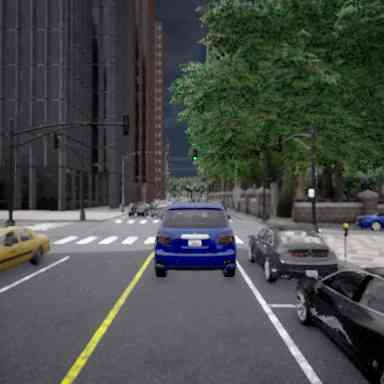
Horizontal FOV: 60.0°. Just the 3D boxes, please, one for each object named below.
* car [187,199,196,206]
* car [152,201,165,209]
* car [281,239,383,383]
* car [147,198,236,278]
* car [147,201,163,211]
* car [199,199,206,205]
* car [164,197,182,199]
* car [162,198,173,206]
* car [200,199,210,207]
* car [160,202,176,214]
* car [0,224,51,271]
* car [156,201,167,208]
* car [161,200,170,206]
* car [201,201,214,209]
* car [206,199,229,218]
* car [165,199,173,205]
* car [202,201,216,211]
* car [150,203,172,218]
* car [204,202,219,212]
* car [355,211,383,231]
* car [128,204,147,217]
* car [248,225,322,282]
[{"bbox_3d":[-0.114,2.438,77.089,2.128,1.511,4.902,0,-1,0],"label":"car"},{"bbox_3d":[-5.849,2.266,58.322,1.802,1.307,4.206,0,-1,0],"label":"car"},{"bbox_3d":[2.758,1.615,4.342,1.947,1.339,4.313,0,-1,0],"label":"car"},{"bbox_3d":[0.105,1.341,10.641,2.150,2.045,5.566,0,-1,1],"label":"car"},{"bbox_3d":[-5.841,2.168,52.866,2.008,1.369,4.403,0,-1,0],"label":"car"},{"bbox_3d":[2.634,2.546,85.793,1.752,1.417,4.829,0,-1,0],"label":"car"},{"bbox_3d":[-3.165,1.986,54.288,2.097,1.767,4.553,0,-1,0],"label":"car"},{"bbox_3d":[-5.882,2.266,80.152,2.192,1.841,5.009,0,-1,0],"label":"car"},{"bbox_3d":[2.660,2.257,69.256,1.967,1.590,4.097,0,-1,0],"label":"car"},{"bbox_3d":[-3.164,2.041,44.551,1.812,1.442,4.674,0,-1,0],"label":"car"},{"bbox_3d":[-5.775,1.634,9.663,1.752,1.417,4.829,0,-1,0],"label":"car"},{"bbox_3d":[-5.857,2.333,63.779,1.802,1.307,4.206,0,-1,0],"label":"car"},{"bbox_3d":[-5.874,2.466,74.692,1.802,1.307,4.206,0,-1,0],"label":"car"},{"bbox_3d":[2.676,2.234,58.342,2.008,1.369,4.403,0,-1,0],"label":"car"},{"bbox_3d":[2.709,1.732,36.521,2.192,1.841,5.009,0,-1,0],"label":"car"},{"bbox_3d":[-5.890,2.564,85.605,1.887,1.381,4.507,0,-1,0],"label":"car"},{"bbox_3d":[2.684,2.168,52.886,2.008,1.369,4.403,0,-1,0],"label":"car"},{"bbox_3d":[-3.190,1.930,35.401,1.812,1.442,4.674,0,-1,1],"label":"car"},{"bbox_3d":[2.692,2.116,47.430,1.947,1.339,4.313,0,-1,0],"label":"car"},{"bbox_3d":[14.762,2.079,24.674,5.008,1.535,1.882,1,-1,0],"label":"car"},{"bbox_3d":[-5.816,1.984,36.496,1.947,1.339,4.313,0,-1,0],"label":"car"},{"bbox_3d":[2.750,1.662,9.855,2.008,1.369,4.403,0,-1,0],"label":"car"}]
